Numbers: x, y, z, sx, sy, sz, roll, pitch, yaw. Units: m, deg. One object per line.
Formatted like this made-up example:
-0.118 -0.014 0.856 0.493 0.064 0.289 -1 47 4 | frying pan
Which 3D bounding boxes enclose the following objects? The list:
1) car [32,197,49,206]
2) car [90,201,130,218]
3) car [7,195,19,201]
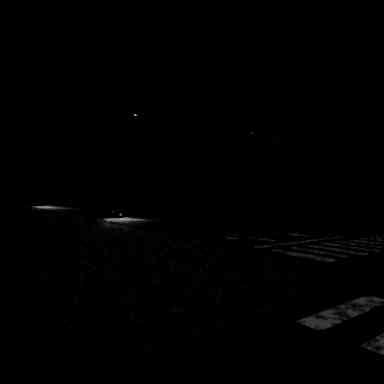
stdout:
-24.086 1.475 52.932 2.128 1.511 4.902 1 0 -36 | car
-7.430 1.502 29.688 2.033 1.411 5.357 1 0 -36 | car
-41.756 1.462 77.591 1.994 1.385 4.181 1 -1 -36 | car
